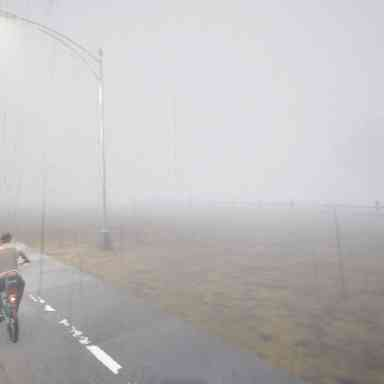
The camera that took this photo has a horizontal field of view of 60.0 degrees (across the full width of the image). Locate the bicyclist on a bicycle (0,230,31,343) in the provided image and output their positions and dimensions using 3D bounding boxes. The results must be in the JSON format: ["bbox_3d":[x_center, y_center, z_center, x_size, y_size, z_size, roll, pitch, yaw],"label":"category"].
[{"bbox_3d":[-2.935,1.392,5.225,0.866,1.612,1.509,-2,1,-39],"label":"bicyclist on a bicycle"}]
